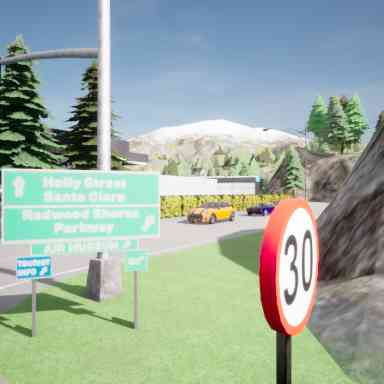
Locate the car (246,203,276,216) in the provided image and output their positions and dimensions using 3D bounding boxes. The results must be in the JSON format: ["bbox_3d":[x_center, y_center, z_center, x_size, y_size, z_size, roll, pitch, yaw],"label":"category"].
[{"bbox_3d":[7.486,1.792,34.833,1.895,1.301,4.718,0,0,36],"label":"car"}]

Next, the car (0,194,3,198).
[{"bbox_3d":[-38.661,1.489,69.944,4.514,1.523,2.007,0,0,35],"label":"car"}]

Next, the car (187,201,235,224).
[{"bbox_3d":[1.584,1.544,26.704,2.097,1.767,4.553,0,0,36],"label":"car"}]

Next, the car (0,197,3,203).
[{"bbox_3d":[-12.400,1.505,26.036,1.905,1.878,3.866,0,0,35],"label":"car"}]
